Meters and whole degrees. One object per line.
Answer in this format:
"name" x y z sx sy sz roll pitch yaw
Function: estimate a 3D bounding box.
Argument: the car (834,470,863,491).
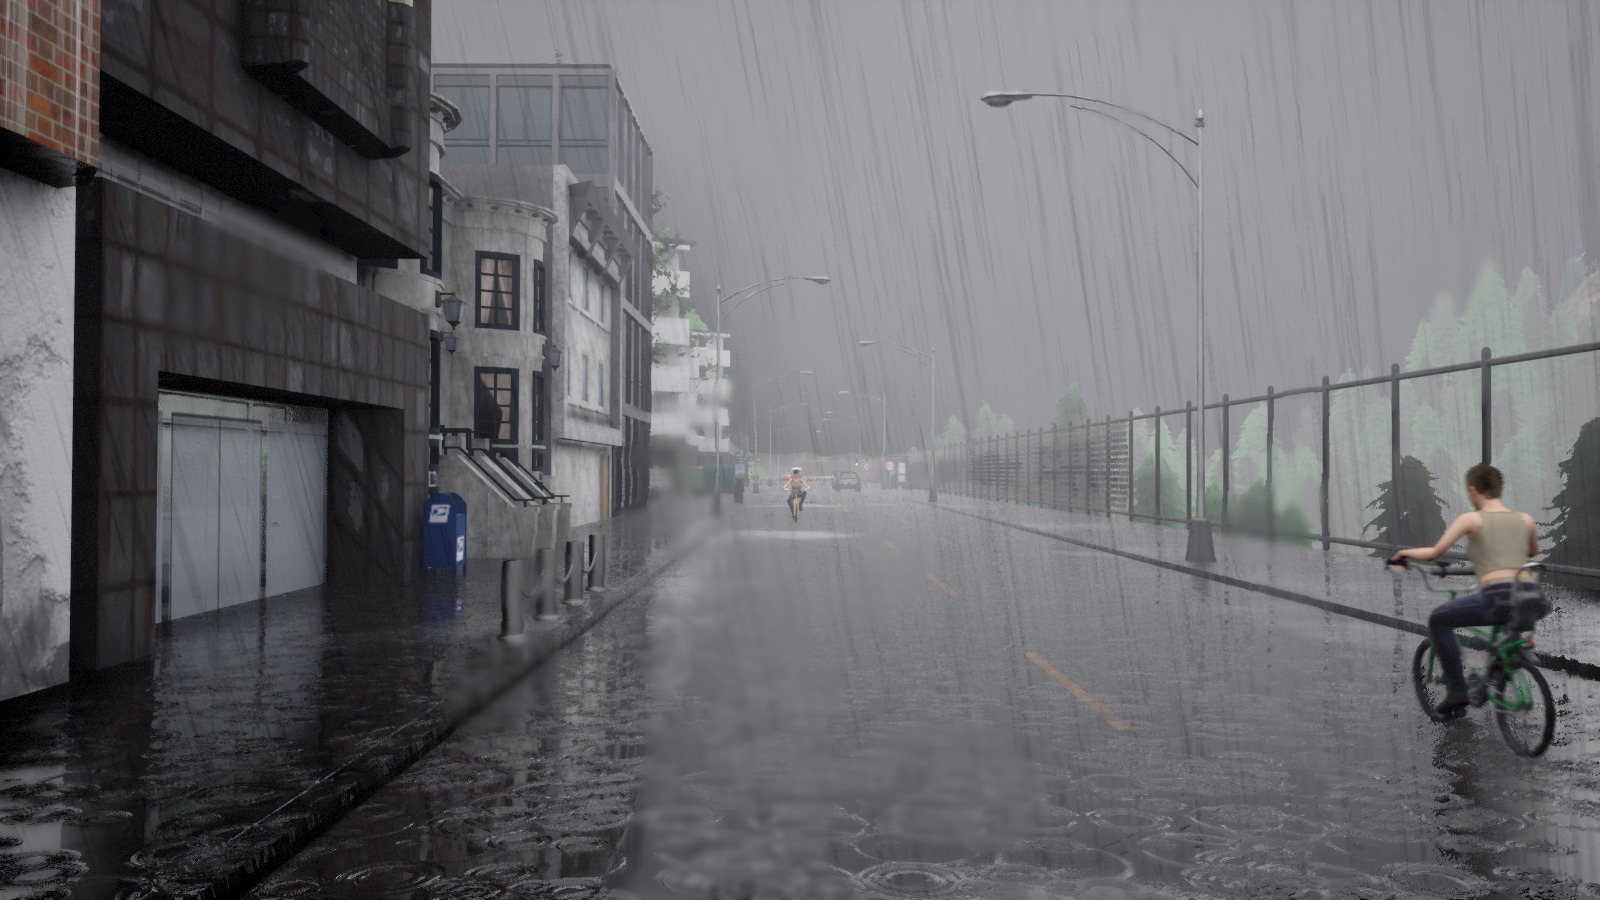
"car" 3.750 2.374 98.200 2.033 1.649 4.856 0 -1 0

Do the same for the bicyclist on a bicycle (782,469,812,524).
"bicyclist on a bicycle" -0.096 1.385 37.808 0.866 1.612 1.509 0 -1 0

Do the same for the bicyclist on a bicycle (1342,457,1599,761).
"bicyclist on a bicycle" 3.974 0.860 7.440 0.866 1.612 1.509 0 -1 0
